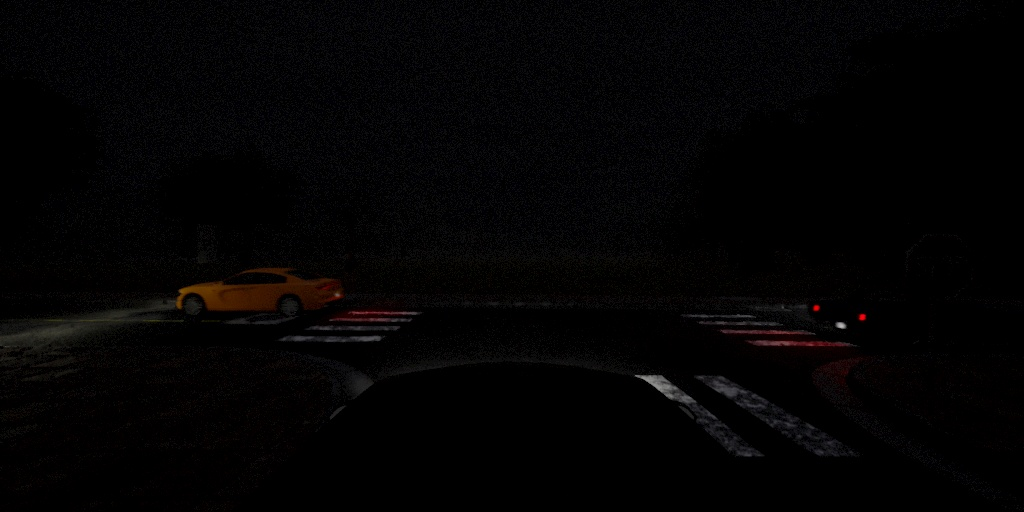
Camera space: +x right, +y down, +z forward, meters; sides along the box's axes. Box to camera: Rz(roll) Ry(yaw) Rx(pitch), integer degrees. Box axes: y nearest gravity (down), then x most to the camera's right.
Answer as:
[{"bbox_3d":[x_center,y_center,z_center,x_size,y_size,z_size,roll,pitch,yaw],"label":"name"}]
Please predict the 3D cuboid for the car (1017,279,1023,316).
[{"bbox_3d":[20.621,1.522,12.002,4.718,1.301,1.895,1,1,0],"label":"car"}]

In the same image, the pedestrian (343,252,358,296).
[{"bbox_3d":[-6.800,0.754,15.035,0.375,1.860,0.375,0,1,0],"label":"pedestrian"}]

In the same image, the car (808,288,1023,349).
[{"bbox_3d":[10.589,1.495,9.111,4.718,1.301,1.895,0,1,0],"label":"car"}]

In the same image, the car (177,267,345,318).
[{"bbox_3d":[-8.372,1.146,12.142,5.008,1.535,1.882,0,1,0],"label":"car"}]
